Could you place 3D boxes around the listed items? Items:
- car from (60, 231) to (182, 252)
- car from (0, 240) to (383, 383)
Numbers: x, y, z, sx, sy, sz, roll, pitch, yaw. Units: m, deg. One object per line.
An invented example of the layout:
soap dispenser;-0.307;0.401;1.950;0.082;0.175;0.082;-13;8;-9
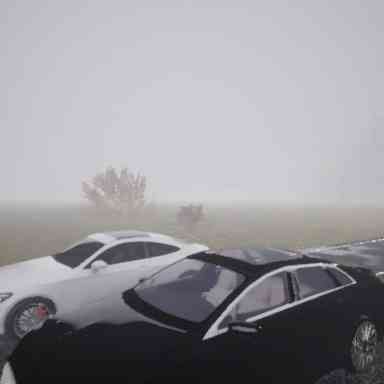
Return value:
car;-1.606;1.537;6.536;4.674;1.442;1.812;0;0;-36
car;0.493;1.504;4.042;4.902;1.511;2.128;0;0;-36
